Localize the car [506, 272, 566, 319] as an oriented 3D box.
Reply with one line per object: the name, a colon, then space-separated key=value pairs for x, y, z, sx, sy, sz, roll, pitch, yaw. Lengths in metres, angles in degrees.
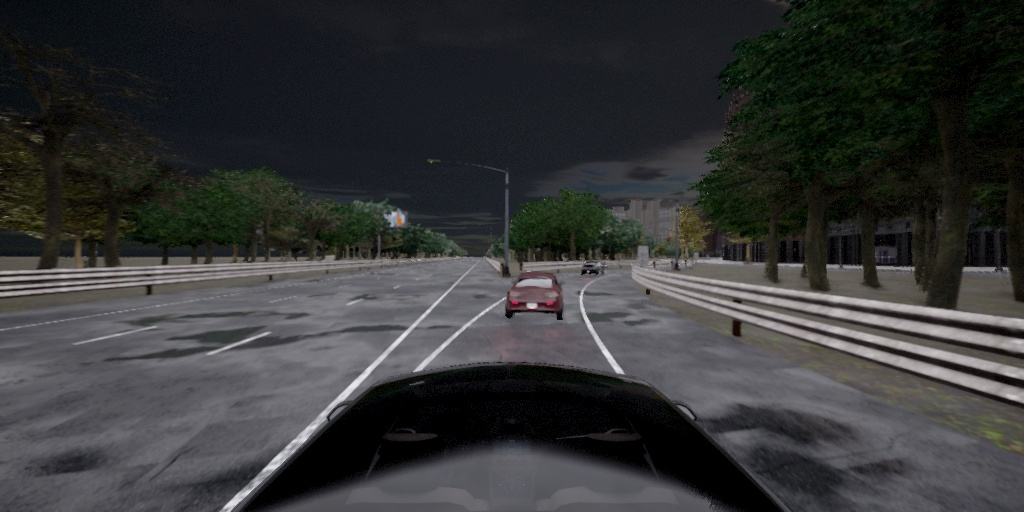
car: x=0.912 y=1.299 z=12.809 sx=1.812 sy=1.442 sz=4.674 roll=0 pitch=0 yaw=8

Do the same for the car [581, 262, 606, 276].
car: x=8.861 y=1.373 z=38.676 sx=1.837 sy=1.490 sz=4.892 roll=-1 pitch=-1 yaw=26
